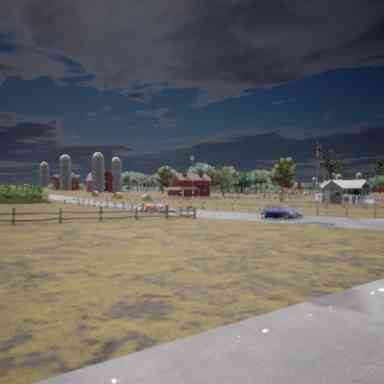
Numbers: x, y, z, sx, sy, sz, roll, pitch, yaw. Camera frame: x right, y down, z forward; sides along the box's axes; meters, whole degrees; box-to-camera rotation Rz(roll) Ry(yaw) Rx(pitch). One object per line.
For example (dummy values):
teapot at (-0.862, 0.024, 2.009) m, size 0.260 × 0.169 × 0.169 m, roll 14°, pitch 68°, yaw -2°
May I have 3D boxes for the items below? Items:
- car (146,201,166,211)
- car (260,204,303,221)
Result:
car at (-6.082, 2.334, 57.188) m, size 2.097 × 1.767 × 4.553 m, roll -1°, pitch 1°, yaw -35°
car at (9.508, 2.071, 35.371) m, size 2.097 × 1.767 × 4.553 m, roll -1°, pitch -1°, yaw -36°
